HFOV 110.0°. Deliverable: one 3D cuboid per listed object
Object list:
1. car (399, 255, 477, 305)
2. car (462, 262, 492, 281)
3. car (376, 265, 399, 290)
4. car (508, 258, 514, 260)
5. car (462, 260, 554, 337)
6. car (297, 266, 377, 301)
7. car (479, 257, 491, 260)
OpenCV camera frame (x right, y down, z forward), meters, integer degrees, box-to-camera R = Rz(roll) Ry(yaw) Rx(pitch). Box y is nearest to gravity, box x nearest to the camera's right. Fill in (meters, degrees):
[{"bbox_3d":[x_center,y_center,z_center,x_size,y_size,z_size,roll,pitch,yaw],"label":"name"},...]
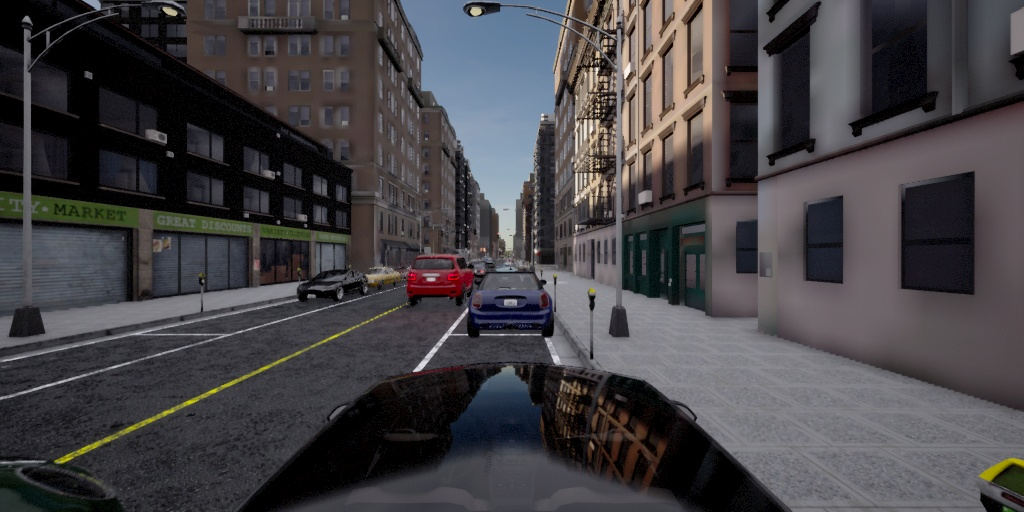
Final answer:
[{"bbox_3d":[-3.024,0.971,16.096,2.150,2.045,5.566,0,0,0],"label":"car"},{"bbox_3d":[-2.927,1.295,31.290,2.033,1.411,5.357,0,0,0],"label":"car"},{"bbox_3d":[-8.408,1.275,22.461,1.751,1.417,4.829,0,0,0],"label":"car"},{"bbox_3d":[-0.383,1.269,39.031,1.751,1.417,4.829,0,0,0],"label":"car"},{"bbox_3d":[-0.033,1.102,10.470,2.097,1.767,4.553,0,0,0],"label":"car"},{"bbox_3d":[-8.408,1.315,17.218,1.948,1.339,4.313,0,0,0],"label":"car"},{"bbox_3d":[-2.932,1.243,46.976,1.837,1.490,4.892,0,0,1],"label":"car"}]
